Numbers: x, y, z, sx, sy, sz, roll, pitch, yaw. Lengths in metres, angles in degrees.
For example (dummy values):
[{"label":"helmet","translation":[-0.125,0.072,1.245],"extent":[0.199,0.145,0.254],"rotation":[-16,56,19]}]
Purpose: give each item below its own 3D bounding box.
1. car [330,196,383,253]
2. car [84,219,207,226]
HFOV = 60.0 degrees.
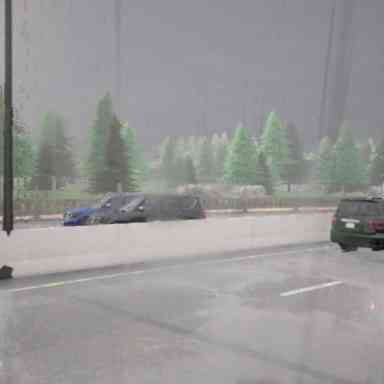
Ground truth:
[{"label":"car","translation":[7.526,1.178,12.059],"extent":[5.566,2.045,2.150],"rotation":[0,0,-28]},{"label":"car","translation":[-1.936,1.153,15.018],"extent":[5.566,2.045,2.150],"rotation":[0,0,-31]}]
